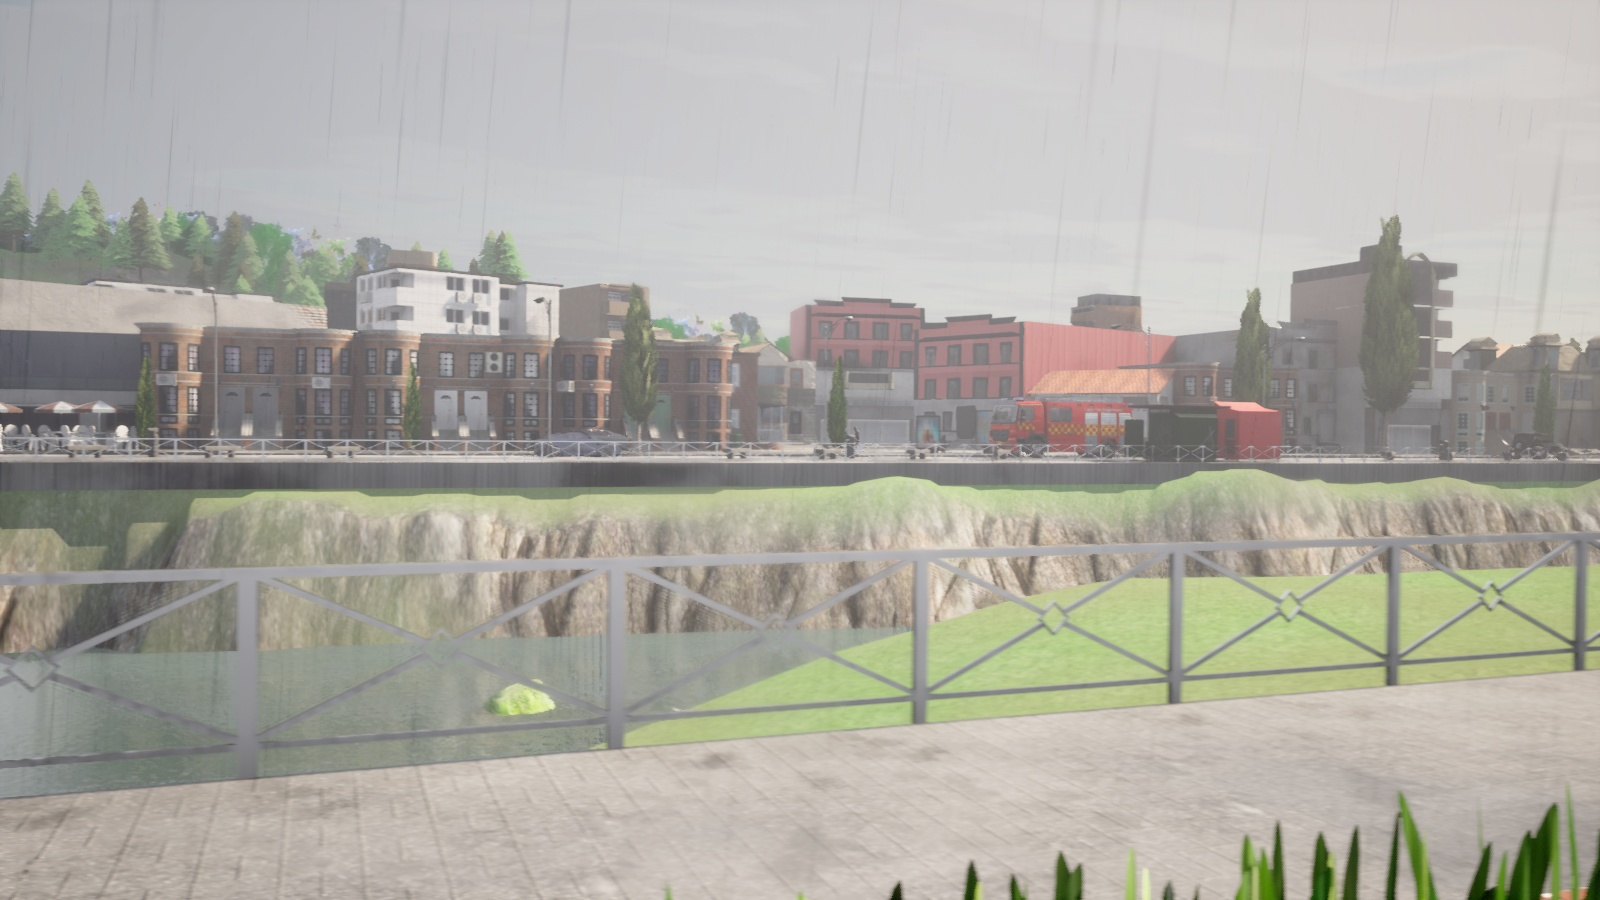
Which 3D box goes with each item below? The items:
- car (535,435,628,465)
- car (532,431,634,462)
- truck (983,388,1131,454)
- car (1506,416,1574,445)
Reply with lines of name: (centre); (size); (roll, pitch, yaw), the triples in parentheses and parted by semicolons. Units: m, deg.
car: (-10.706, -0.022, 61.415); (4.181, 1.385, 1.994); (-1, 1, -21)
car: (-11.325, -0.188, 65.457); (4.902, 1.511, 2.128); (-1, 1, -21)
truck: (15.468, -1.765, 75.625); (8.468, 3.827, 2.891); (-1, 1, -21)
car: (49.694, -1.316, 84.363); (3.866, 1.878, 1.905); (-1, 1, -21)
